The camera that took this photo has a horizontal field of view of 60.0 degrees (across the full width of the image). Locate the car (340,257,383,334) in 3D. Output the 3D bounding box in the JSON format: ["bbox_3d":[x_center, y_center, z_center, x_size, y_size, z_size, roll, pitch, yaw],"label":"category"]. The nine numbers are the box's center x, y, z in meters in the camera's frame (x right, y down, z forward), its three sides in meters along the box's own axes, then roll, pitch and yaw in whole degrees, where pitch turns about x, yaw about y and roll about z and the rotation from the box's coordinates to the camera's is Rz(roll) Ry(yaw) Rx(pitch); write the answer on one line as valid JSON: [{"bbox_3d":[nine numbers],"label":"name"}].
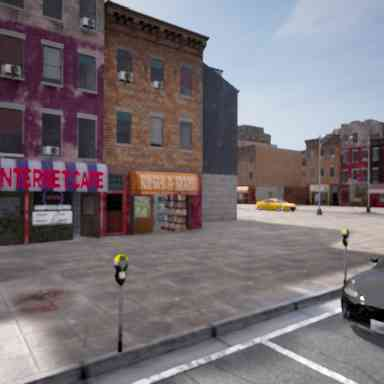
[{"bbox_3d":[4.489,1.569,5.997,4.313,1.339,1.947,0,0,-35],"label":"car"}]

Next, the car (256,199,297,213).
[{"bbox_3d":[9.584,1.545,37.976,1.882,1.535,5.008,1,0,-35],"label":"car"}]
